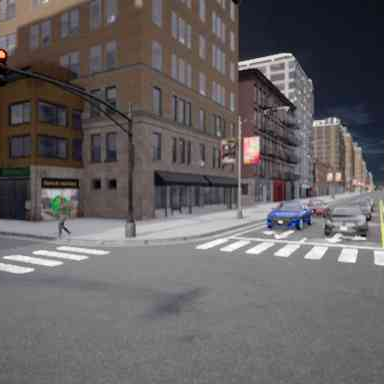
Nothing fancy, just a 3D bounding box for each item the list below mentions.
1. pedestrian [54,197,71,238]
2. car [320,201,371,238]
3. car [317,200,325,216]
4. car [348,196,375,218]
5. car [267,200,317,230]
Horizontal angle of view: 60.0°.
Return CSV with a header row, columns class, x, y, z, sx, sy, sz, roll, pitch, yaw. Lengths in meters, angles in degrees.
class,x,y,z,sx,sy,sz,roll,pitch,yaw
pedestrian,-5.732,1.074,14.716,0.375,1.860,0.375,0,0,30
car,8.086,1.401,17.271,1.812,1.442,4.674,0,0,29
car,10.419,1.364,28.048,1.994,1.385,4.181,0,0,29
car,12.622,1.319,25.335,1.837,1.490,4.892,0,0,29
car,6.031,1.337,20.232,1.882,1.535,5.008,0,0,29
